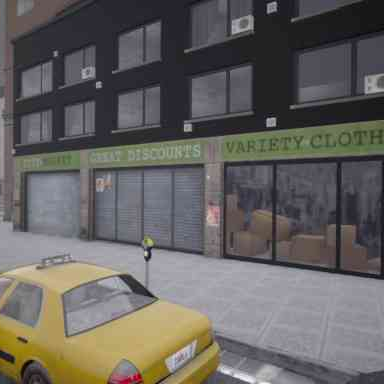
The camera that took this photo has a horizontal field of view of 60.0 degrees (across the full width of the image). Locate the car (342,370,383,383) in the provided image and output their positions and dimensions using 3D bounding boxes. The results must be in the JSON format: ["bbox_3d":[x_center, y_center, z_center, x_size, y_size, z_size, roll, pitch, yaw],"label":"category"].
[{"bbox_3d":[2.712,1.551,1.160,4.403,1.369,2.008,0,1,35],"label":"car"}]

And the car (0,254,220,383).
[{"bbox_3d":[-1.980,1.524,4.494,4.829,1.417,1.752,0,1,35],"label":"car"}]
